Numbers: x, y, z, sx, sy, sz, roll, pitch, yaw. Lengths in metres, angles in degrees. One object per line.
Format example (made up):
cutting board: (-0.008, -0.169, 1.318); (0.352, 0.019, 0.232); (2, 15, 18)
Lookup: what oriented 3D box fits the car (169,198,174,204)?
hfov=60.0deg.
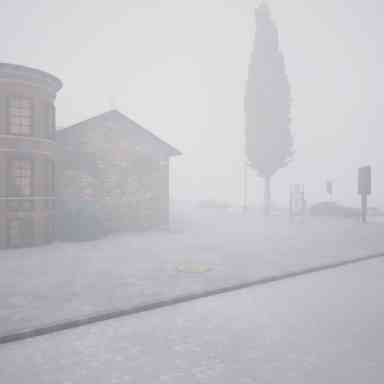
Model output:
car: (-5.334, 1.601, 60.937); (1.895, 1.301, 4.718); (0, 0, -35)

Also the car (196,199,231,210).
car: (2.654, 1.547, 42.538); (2.033, 1.411, 5.357); (0, 0, -36)

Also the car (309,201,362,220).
car: (12.458, 1.526, 28.831); (1.812, 1.442, 4.674); (0, 0, -36)
